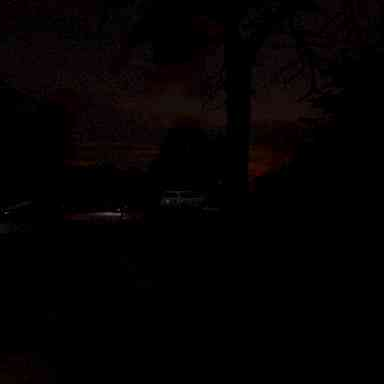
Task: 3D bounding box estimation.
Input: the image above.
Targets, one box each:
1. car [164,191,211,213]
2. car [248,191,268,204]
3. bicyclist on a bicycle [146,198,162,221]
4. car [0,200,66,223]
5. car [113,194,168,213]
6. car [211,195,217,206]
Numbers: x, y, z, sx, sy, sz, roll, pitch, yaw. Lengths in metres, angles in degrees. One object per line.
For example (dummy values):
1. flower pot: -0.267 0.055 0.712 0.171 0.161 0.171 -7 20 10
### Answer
1. car: -0.777 0.895 32.943 2.150 2.045 5.566 2 2 33
2. car: 10.505 0.854 53.131 2.150 2.045 5.566 1 0 26
3. bicyclist on a bicycle: -2.791 1.275 24.299 1.656 1.620 0.582 0 0 36
4. car: -11.324 1.301 23.615 1.812 1.442 4.674 2 2 37
5. car: -5.105 1.188 32.204 2.033 1.411 5.357 2 2 35
6. car: 1.612 1.051 42.968 1.812 1.442 4.674 1 1 30
